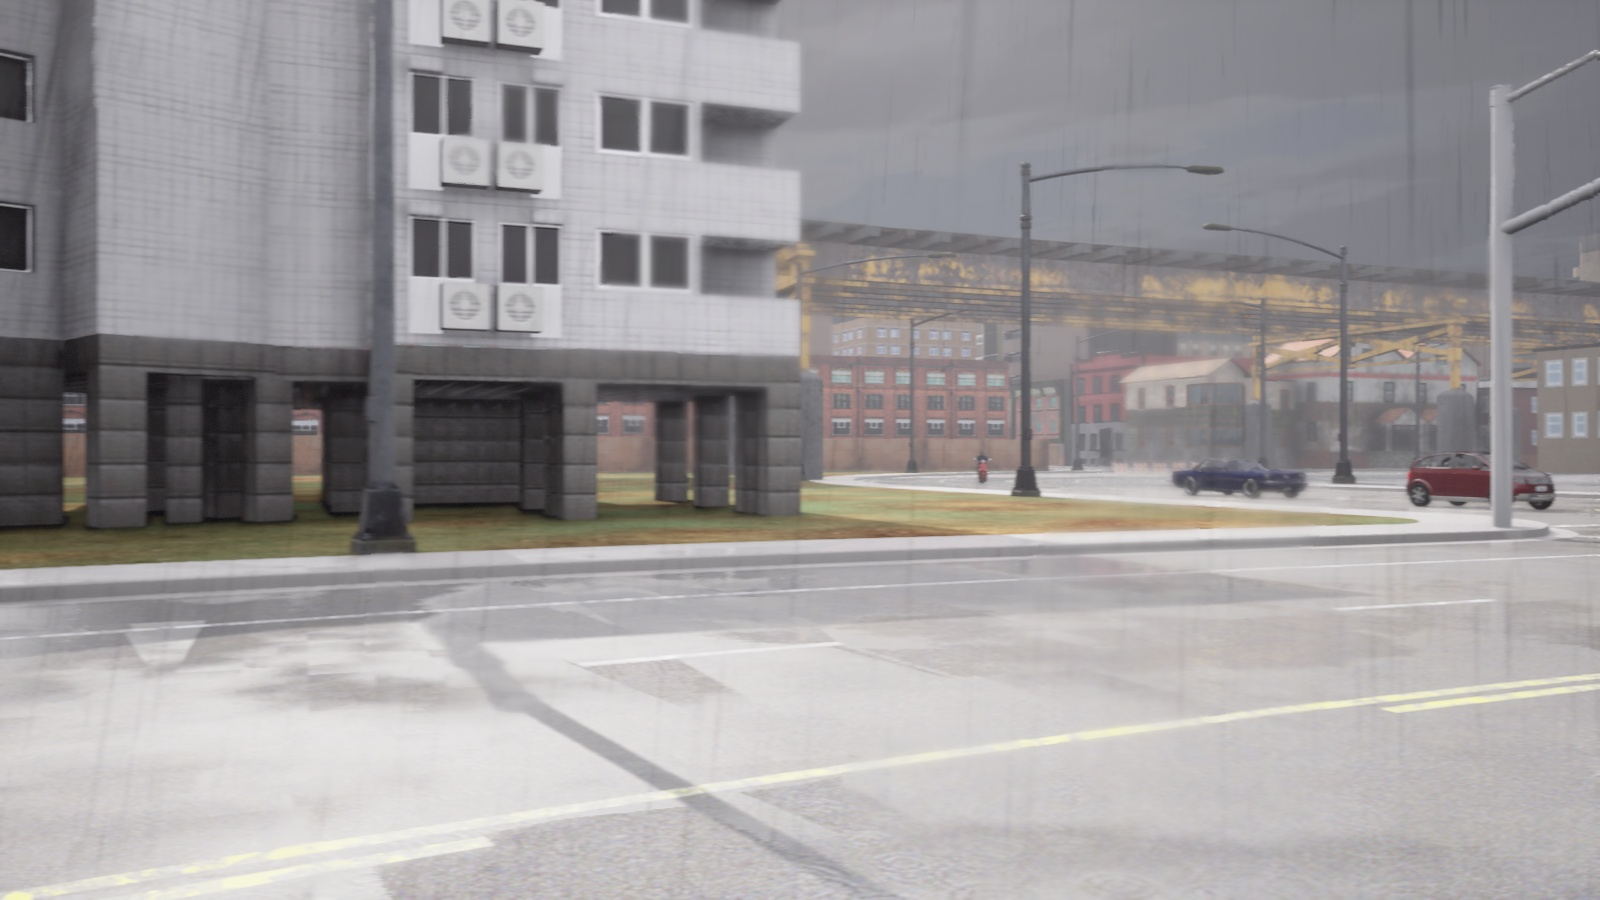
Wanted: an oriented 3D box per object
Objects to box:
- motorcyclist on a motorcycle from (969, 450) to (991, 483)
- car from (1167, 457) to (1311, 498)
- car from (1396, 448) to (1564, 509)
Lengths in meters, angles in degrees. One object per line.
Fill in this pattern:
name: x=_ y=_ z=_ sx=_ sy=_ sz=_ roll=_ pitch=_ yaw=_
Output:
motorcyclist on a motorcycle: x=8.890 y=0.799 z=61.956 sx=0.866 sy=1.590 sz=1.817 roll=0 pitch=0 yaw=2
car: x=14.727 y=0.882 z=42.425 sx=1.895 sy=1.301 sz=4.718 roll=0 pitch=0 yaw=-23
car: x=18.316 y=0.729 z=33.983 sx=1.789 sy=1.549 sz=3.705 roll=0 pitch=0 yaw=-22
